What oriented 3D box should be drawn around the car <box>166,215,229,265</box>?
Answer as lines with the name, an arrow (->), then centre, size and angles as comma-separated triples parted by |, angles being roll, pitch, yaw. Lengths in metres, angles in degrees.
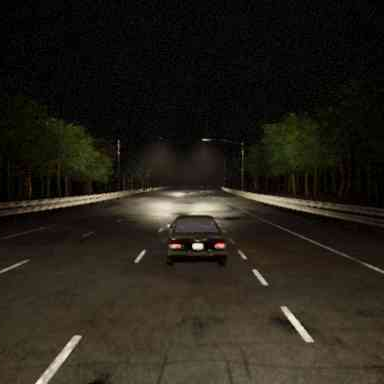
car -> 0.102, 1.482, 11.408 | 2.033, 1.411, 5.357 | 0, 0, -1
